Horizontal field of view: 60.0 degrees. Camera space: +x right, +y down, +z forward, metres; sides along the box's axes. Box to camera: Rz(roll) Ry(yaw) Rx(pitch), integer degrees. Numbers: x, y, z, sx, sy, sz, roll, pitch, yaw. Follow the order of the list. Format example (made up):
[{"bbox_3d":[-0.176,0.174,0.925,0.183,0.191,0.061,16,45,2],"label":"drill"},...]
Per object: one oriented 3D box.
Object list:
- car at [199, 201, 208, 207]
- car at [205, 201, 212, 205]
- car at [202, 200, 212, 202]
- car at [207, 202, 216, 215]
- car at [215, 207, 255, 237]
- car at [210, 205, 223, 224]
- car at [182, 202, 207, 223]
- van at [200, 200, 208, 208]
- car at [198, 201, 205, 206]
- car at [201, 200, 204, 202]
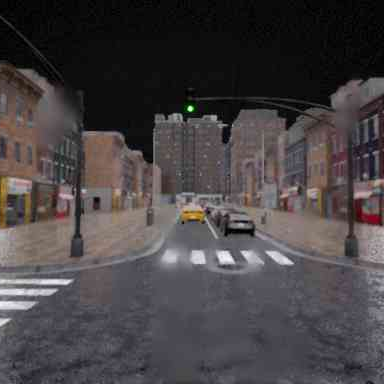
[{"bbox_3d":[2.658,2.937,79.860,1.887,1.381,4.507,1,-1,0],"label":"car"},{"bbox_3d":[2.660,2.208,41.801,1.947,1.339,4.313,2,-1,0],"label":"car"},{"bbox_3d":[2.662,2.269,47.408,1.752,1.417,4.829,2,-1,0],"label":"car"},{"bbox_3d":[2.663,1.985,31.097,1.752,1.417,4.829,2,-1,0],"label":"car"},{"bbox_3d":[2.662,1.856,20.055,1.947,1.339,4.313,2,-1,0],"label":"car"},{"bbox_3d":[2.661,1.937,25.491,1.947,1.339,4.313,2,-1,0],"label":"car"},{"bbox_3d":[0.106,1.892,29.396,1.882,1.535,5.008,0,-1,0],"label":"car"},{"bbox_3d":[2.664,2.617,74.427,1.690,1.788,3.998,1,-1,0],"label":"van"},{"bbox_3d":[2.656,3.218,90.733,1.802,1.307,4.206,1,-1,0],"label":"car"},{"bbox_3d":[2.661,2.369,52.845,1.752,1.417,4.829,2,-1,0],"label":"car"}]
